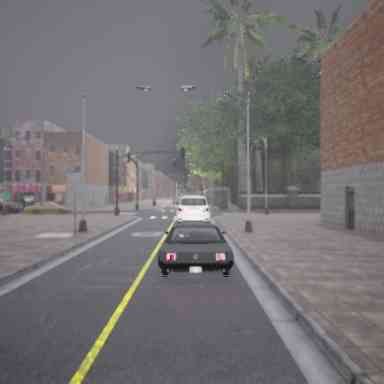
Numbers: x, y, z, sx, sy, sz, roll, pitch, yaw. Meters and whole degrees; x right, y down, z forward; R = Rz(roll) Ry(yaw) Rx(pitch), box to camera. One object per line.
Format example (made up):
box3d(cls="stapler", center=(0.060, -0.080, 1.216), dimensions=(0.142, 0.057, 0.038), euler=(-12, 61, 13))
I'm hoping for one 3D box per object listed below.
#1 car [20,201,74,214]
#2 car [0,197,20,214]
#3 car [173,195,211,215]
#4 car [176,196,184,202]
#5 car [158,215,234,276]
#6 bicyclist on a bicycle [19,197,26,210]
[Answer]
box3d(cls="car", center=(-14.454, 1.587, 34.004), dimensions=(4.829, 1.417, 1.752), euler=(0, 0, 0))
box3d(cls="car", center=(-20.076, 1.391, 33.995), dimensions=(5.009, 1.841, 2.192), euler=(0, 0, 0))
box3d(cls="car", center=(0.096, 1.240, 22.458), dimensions=(2.150, 2.045, 5.566), euler=(0, 0, 0))
box3d(cls="car", center=(-2.781, 1.605, 78.302), dimensions=(1.812, 1.442, 4.674), euler=(0, 0, 0))
box3d(cls="car", center=(0.096, 1.606, 10.310), dimensions=(1.895, 1.301, 4.718), euler=(0, 0, 0))
box3d(cls="bicyclist on a bicycle", center=(-20.158, 1.390, 39.642), dimensions=(0.582, 1.620, 1.656), euler=(0, 0, 0))
